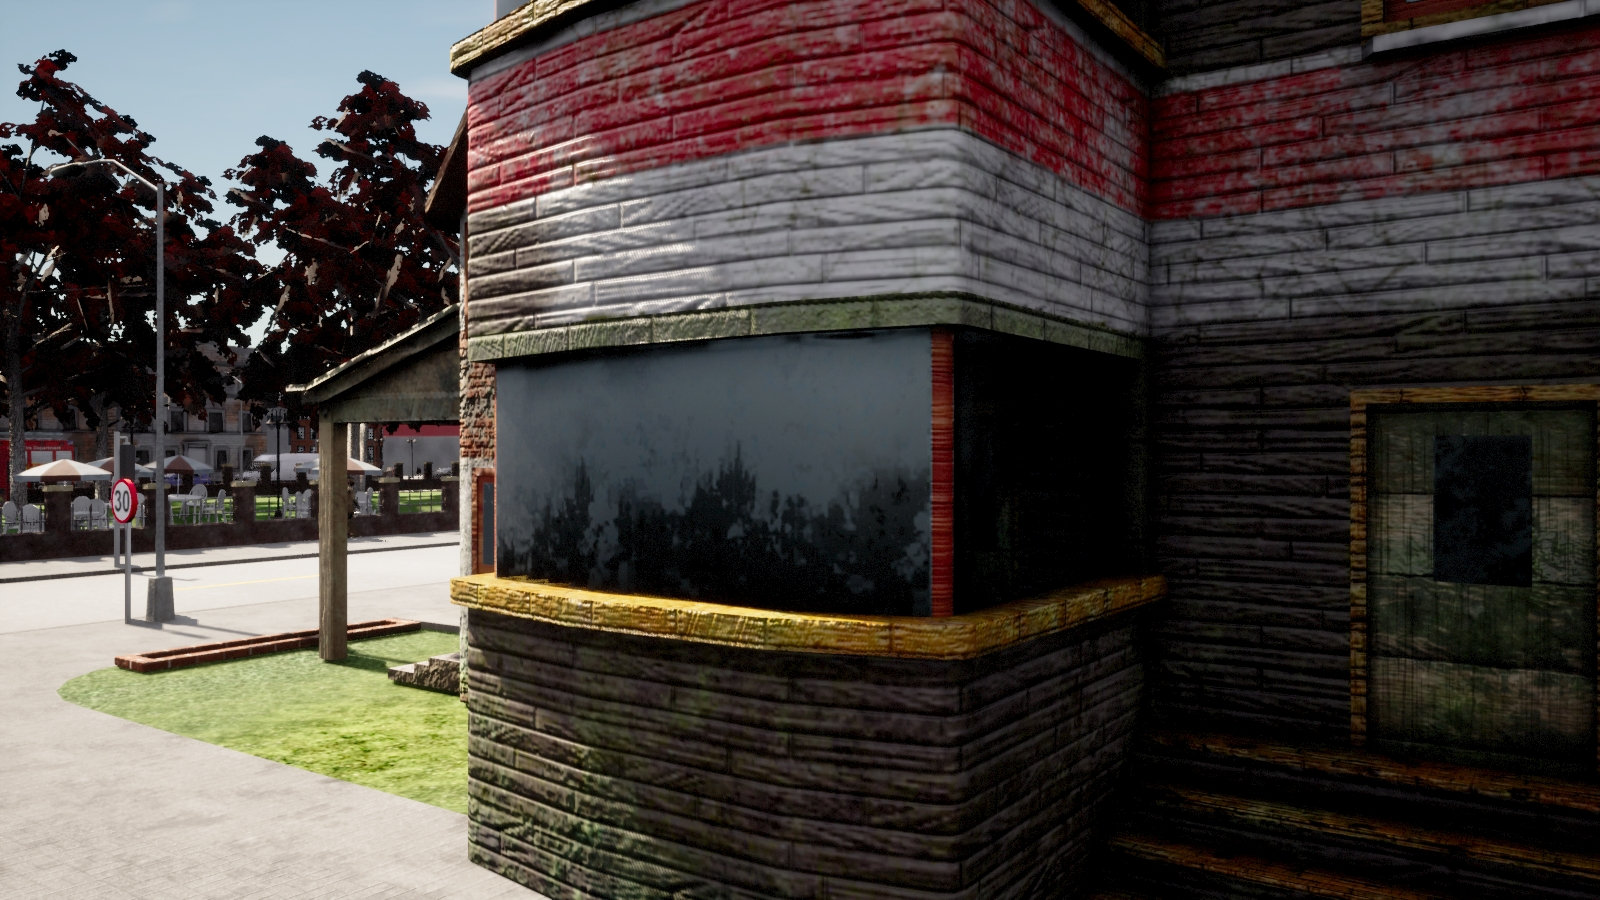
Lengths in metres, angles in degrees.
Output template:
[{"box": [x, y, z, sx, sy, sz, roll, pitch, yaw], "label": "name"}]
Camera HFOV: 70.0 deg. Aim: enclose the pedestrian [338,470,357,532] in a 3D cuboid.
[{"box": [-13.579, 1.525, 34.293, 0.375, 1.860, 0.375, 0, 0, 35], "label": "pedestrian"}]
